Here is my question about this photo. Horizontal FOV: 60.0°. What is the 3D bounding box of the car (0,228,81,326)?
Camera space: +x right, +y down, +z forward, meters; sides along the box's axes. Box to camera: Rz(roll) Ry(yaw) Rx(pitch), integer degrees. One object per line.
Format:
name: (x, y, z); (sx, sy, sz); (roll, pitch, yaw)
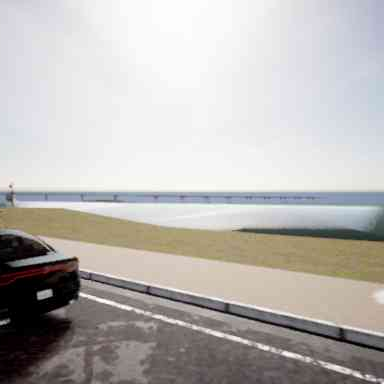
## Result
car: (-4.364, 1.482, 6.777); (5.008, 1.535, 1.882); (0, 0, 36)
